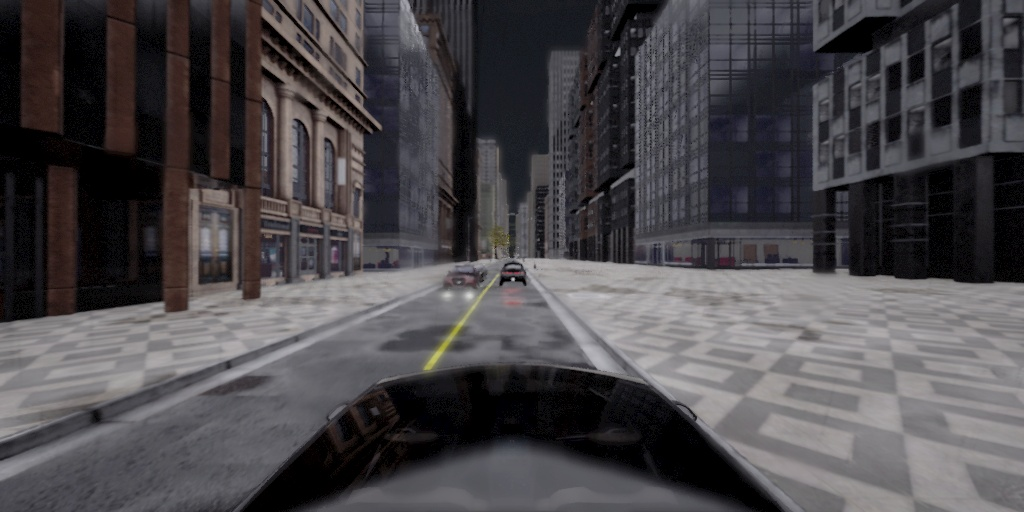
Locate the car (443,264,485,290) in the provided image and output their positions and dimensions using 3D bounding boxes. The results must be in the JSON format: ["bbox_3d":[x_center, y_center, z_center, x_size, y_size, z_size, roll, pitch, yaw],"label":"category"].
[{"bbox_3d":[-2.985,1.291,22.198,1.994,1.385,4.181,0,0,0],"label":"car"}]

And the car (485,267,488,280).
[{"bbox_3d":[-2.967,1.320,28.472,1.895,1.301,4.718,0,0,0],"label":"car"}]

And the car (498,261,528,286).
[{"bbox_3d":[0.087,1.232,25.259,1.837,1.490,4.892,0,0,1],"label":"car"}]
